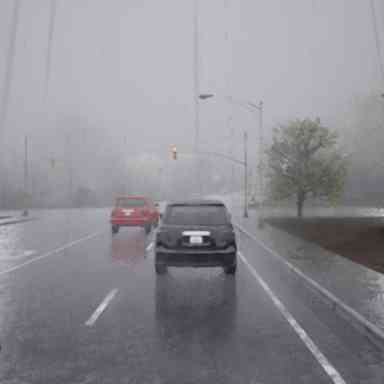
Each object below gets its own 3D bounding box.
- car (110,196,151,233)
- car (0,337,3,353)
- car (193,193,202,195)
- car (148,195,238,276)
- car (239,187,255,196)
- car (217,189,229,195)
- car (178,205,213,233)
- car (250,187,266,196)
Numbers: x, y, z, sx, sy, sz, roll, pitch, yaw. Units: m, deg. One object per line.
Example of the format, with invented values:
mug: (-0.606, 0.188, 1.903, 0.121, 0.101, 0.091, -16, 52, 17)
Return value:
car: (-3.279, 1.253, 19.970, 2.150, 2.045, 5.566, 0, -1, 1)
car: (-3.405, 1.563, 2.517, 1.994, 1.385, 4.181, 0, 0, 0)
car: (1.133, 1.074, 77.430, 2.128, 1.511, 4.902, 0, 2, 23)
car: (0.101, 1.230, 10.560, 2.150, 2.045, 5.566, 0, 0, 0)
car: (13.999, 0.082, 86.900, 2.097, 1.767, 4.553, 0, 3, 33)
car: (8.489, 0.029, 91.304, 2.097, 1.767, 4.553, 0, 3, 30)
car: (0.255, 1.602, 20.865, 1.994, 1.385, 4.181, 0, 0, 2)
car: (17.568, 0.253, 86.026, 1.895, 1.301, 4.718, 0, 3, 33)
